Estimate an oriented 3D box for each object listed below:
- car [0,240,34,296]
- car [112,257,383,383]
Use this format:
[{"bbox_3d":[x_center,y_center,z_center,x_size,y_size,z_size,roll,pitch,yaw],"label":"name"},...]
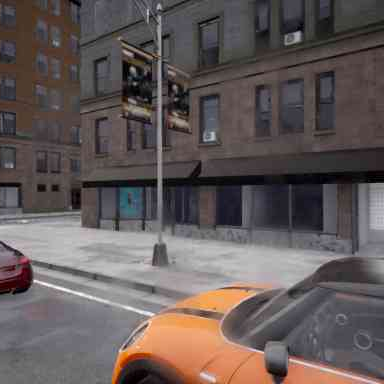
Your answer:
[{"bbox_3d":[-5.482,1.564,7.582,4.181,1.385,1.994,0,0,36],"label":"car"},{"bbox_3d":[1.457,1.352,2.647,4.553,1.767,2.097,0,0,36],"label":"car"}]
